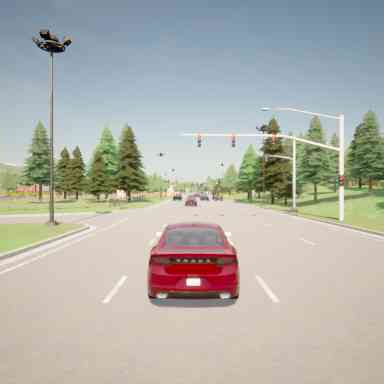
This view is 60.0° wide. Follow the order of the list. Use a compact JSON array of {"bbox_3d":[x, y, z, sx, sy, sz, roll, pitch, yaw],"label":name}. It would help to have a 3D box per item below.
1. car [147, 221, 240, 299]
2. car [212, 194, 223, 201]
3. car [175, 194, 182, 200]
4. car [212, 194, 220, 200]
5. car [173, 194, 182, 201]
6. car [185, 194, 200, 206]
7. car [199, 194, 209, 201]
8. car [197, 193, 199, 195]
[{"bbox_3d":[0.040,1.478,8.496,1.882,1.535,5.008,0,0,0],"label":"car"},{"bbox_3d":[6.767,1.516,83.731,2.128,1.511,4.902,0,0,0],"label":"car"},{"bbox_3d":[-3.762,1.310,94.121,1.882,1.535,5.008,0,0,0],"label":"car"},{"bbox_3d":[6.738,1.372,94.151,2.033,1.411,5.357,0,0,0],"label":"car"},{"bbox_3d":[-3.733,1.469,83.702,1.882,1.535,5.008,0,0,0],"label":"car"},{"bbox_3d":[-0.147,1.525,53.098,1.812,1.442,4.674,0,0,0],"label":"car"},{"bbox_3d":[3.266,1.516,84.138,1.812,1.442,4.674,0,0,0],"label":"car"},{"bbox_3d":[3.238,1.357,94.141,2.128,1.511,4.902,0,0,0],"label":"car"}]
